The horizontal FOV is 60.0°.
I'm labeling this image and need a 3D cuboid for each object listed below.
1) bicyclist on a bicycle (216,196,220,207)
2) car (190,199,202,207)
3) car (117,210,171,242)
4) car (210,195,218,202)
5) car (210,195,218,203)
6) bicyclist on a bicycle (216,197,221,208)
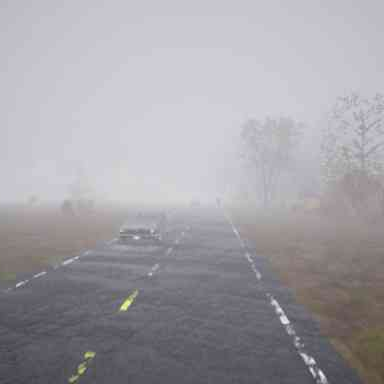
[{"bbox_3d":[4.566,1.669,57.849,0.659,1.776,1.843,-1,0,4],"label":"bicyclist on a bicycle"},{"bbox_3d":[0.689,1.836,57.704,2.033,1.411,5.357,0,0,5],"label":"car"},{"bbox_3d":[-2.223,1.622,17.089,2.033,1.411,5.357,0,0,4],"label":"car"},{"bbox_3d":[5.934,1.667,89.360,2.097,1.767,4.553,0,0,4],"label":"car"},{"bbox_3d":[5.157,1.958,77.909,1.994,1.385,4.181,0,0,4],"label":"car"},{"bbox_3d":[3.930,1.705,48.659,0.582,1.620,1.656,0,-1,4],"label":"bicyclist on a bicycle"}]
